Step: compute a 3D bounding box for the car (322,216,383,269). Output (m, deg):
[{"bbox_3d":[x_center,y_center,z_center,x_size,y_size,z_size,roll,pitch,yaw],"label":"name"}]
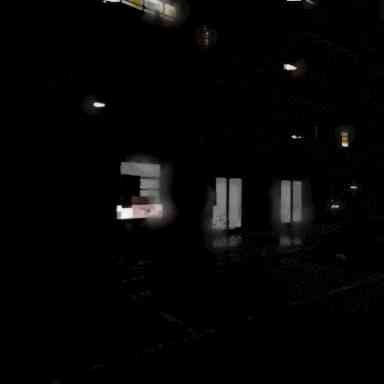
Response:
[{"bbox_3d":[6.077,1.487,10.888,4.313,1.339,1.947,0,1,-36],"label":"car"}]
